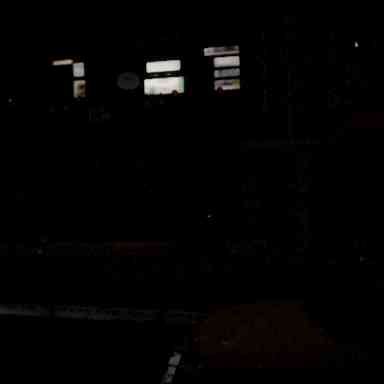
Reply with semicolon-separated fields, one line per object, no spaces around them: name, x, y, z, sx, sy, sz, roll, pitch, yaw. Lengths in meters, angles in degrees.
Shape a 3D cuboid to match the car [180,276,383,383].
car;2.314;1.520;3.560;4.829;1.417;1.752;0;-1;8
